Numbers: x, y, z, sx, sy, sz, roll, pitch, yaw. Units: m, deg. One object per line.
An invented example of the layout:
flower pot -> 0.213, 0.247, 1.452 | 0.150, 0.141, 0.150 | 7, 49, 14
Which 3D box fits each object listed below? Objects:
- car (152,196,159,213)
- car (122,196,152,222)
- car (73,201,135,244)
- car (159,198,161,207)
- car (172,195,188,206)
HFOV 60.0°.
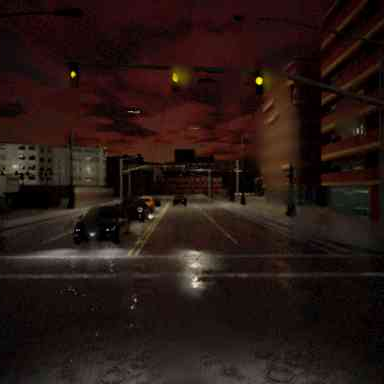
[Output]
car -> -4.759, 1.257, 33.779 | 1.882, 1.535, 5.008 | 0, 0, -2
car -> -4.413, 1.192, 24.603 | 2.097, 1.767, 4.553 | 0, 0, -2
car -> -4.007, 1.405, 15.408 | 1.837, 1.490, 4.892 | 0, 0, -3
car -> -5.100, 1.278, 43.799 | 1.994, 1.385, 4.181 | 0, 0, -2
car -> -1.683, 1.199, 46.635 | 1.837, 1.490, 4.892 | 0, 1, -2
